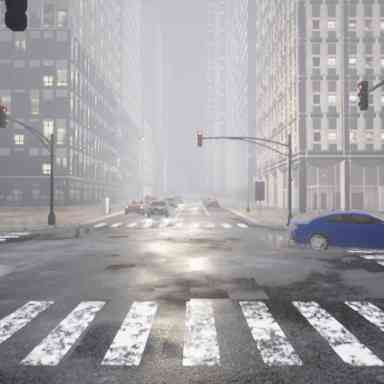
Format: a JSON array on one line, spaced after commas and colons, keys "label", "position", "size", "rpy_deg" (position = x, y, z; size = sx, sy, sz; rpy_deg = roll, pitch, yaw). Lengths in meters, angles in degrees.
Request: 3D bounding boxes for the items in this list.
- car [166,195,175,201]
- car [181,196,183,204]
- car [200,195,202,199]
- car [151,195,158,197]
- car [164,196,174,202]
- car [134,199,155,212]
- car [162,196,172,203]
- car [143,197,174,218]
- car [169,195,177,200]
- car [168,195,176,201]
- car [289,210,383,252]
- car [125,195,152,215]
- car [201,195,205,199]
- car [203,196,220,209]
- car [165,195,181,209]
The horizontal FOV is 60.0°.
[{"label": "car", "position": [-5.391, 1.561, 83.990], "size": [1.887, 1.381, 4.507], "rpy_deg": [1, 0, 0]}, {"label": "car", "position": [-2.779, 1.383, 64.909], "size": [2.097, 1.767, 4.553], "rpy_deg": [0, 0, 0]}, {"label": "car", "position": [2.914, 1.577, 61.731], "size": [1.947, 1.339, 4.313], "rpy_deg": [1, 0, 0]}, {"label": "car", "position": [-5.519, 1.323, 44.964], "size": [2.192, 1.841, 5.009], "rpy_deg": [1, 0, 0]}, {"label": "car", "position": [-5.410, 1.566, 78.415], "size": [2.008, 1.369, 4.403], "rpy_deg": [1, 0, 0]}, {"label": "car", "position": [-5.543, 1.589, 39.389], "size": [1.802, 1.307, 4.206], "rpy_deg": [1, 0, 0]}, {"label": "car", "position": [-5.429, 1.558, 72.840], "size": [1.887, 1.381, 4.507], "rpy_deg": [1, 0, 0]}, {"label": "car", "position": [-2.996, 1.508, 30.472], "size": [1.837, 1.490, 4.892], "rpy_deg": [0, 1, 0]}, {"label": "car", "position": [-5.353, 1.585, 95.141], "size": [1.947, 1.339, 4.313], "rpy_deg": [1, 0, 0]}, {"label": "car", "position": [-5.372, 1.568, 89.565], "size": [2.008, 1.369, 4.403], "rpy_deg": [1, 0, 0]}, {"label": "car", "position": [6.380, 1.474, 12.950], "size": [5.008, 1.535, 1.882], "rpy_deg": [0, 0, 16]}, {"label": "car", "position": [-5.559, 1.446, 33.814], "size": [1.967, 1.590, 4.097], "rpy_deg": [1, 0, 0]}, {"label": "car", "position": [2.896, 1.536, 56.323], "size": [1.752, 1.417, 4.829], "rpy_deg": [1, 0, 0]}, {"label": "car", "position": [2.856, 1.590, 44.998], "size": [1.802, 1.307, 4.206], "rpy_deg": [1, 0, 0]}, {"label": "car", "position": [-2.938, 1.508, 45.506], "size": [1.837, 1.490, 4.892], "rpy_deg": [0, 1, 1]}]
